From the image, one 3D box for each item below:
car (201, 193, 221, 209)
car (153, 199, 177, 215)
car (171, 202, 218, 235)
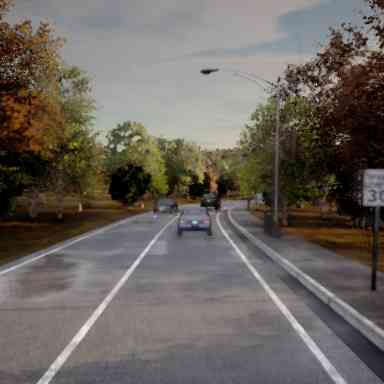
[{"bbox_3d":[2.519,1.206,43.079,2.150,2.045,5.566,1,0,11],"label":"car"},{"bbox_3d":[-2.601,1.435,33.524,2.128,1.511,4.902,0,0,6],"label":"car"},{"bbox_3d":[0.177,1.526,18.687,2.033,1.411,5.357,0,0,1],"label":"car"}]
